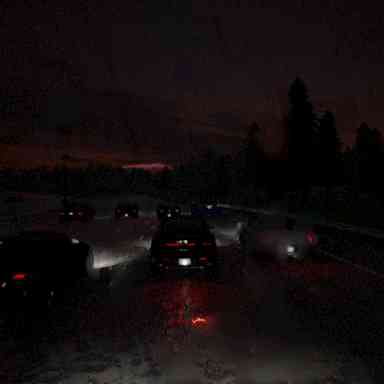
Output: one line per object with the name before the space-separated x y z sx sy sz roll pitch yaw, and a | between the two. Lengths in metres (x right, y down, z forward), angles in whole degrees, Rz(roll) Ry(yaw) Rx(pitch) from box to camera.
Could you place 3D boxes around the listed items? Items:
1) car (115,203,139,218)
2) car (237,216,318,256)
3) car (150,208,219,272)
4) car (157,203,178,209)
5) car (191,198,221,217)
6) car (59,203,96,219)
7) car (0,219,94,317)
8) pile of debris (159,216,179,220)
car | -5.703 1.599 29.490 1.895 1.301 4.718 0 0 -8
car | 3.080 1.587 13.109 1.895 1.301 4.718 0 0 -4
car | -0.304 1.500 10.764 1.837 1.490 4.892 0 0 -3
car | -2.153 1.591 29.411 1.895 1.301 4.718 0 0 -8
car | 1.177 1.334 30.611 2.097 1.767 4.553 0 0 -8
car | -8.647 1.554 25.363 2.033 1.411 5.357 0 0 -7
car | -3.653 1.568 7.553 1.994 1.385 4.181 0 0 -2
pile of debris | -1.949 2.166 27.790 1.500 0.140 1.860 0 0 -8
